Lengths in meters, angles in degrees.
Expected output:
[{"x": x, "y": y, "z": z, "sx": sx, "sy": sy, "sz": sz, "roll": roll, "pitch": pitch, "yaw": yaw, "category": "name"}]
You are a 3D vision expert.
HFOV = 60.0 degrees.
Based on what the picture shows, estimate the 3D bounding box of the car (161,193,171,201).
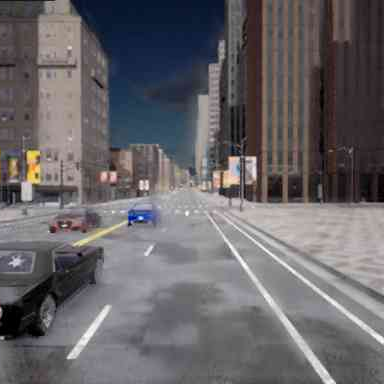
[{"x": -6.689, "y": 1.295, "z": 85.981, "sx": 2.150, "sy": 2.045, "sz": 5.566, "roll": 0, "pitch": 0, "yaw": 0, "category": "car"}]

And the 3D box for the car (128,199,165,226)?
[{"x": -3.198, "y": 1.480, "z": 23.164, "sx": 1.882, "sy": 1.535, "sz": 5.008, "roll": 0, "pitch": 0, "yaw": 0, "category": "car"}]

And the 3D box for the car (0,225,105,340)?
[{"x": -3.159, "y": 1.603, "z": 6.556, "sx": 1.895, "sy": 1.301, "sz": 4.718, "roll": 0, "pitch": 0, "yaw": 0, "category": "car"}]

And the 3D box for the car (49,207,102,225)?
[{"x": -6.631, "y": 1.571, "z": 19.307, "sx": 1.994, "sy": 1.385, "sz": 4.181, "roll": 0, "pitch": 0, "yaw": 0, "category": "car"}]

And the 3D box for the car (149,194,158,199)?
[{"x": -9.939, "y": 1.430, "z": 86.033, "sx": 2.097, "sy": 1.767, "sz": 4.553, "roll": 0, "pitch": 0, "yaw": 0, "category": "car"}]
